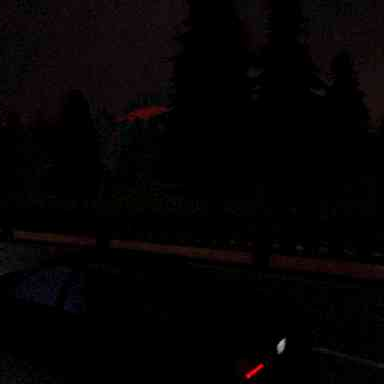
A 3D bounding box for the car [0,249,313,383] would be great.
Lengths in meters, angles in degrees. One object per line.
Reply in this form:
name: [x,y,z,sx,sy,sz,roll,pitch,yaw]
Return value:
car: [-1.225,1.556,4.619,5.357,1.411,2.033,0,0,33]
